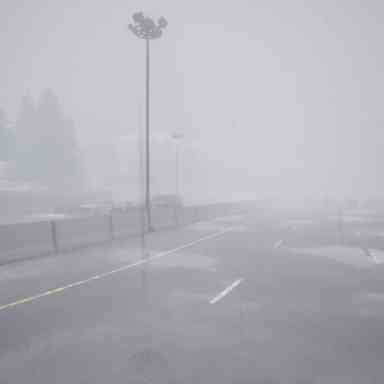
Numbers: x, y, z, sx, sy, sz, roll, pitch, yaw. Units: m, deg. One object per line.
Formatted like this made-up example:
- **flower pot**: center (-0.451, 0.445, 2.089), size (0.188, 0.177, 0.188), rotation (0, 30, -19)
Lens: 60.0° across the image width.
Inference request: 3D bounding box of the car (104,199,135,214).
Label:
- **car**: center (-6.017, 1.600, 32.076), size (1.895, 1.301, 4.718), rotation (0, 0, 23)

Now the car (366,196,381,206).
- **car**: center (30.397, 1.505, 55.745), size (1.837, 1.490, 4.892), rotation (0, 0, 22)

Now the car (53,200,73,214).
- **car**: center (-12.441, 1.566, 34.855), size (1.994, 1.385, 4.181), rotation (0, 0, 23)

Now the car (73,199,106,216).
- **car**: center (-9.214, 1.480, 33.504), size (1.882, 1.535, 5.008), rotation (0, 0, 23)

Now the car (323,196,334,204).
- **car**: center (26.631, 1.478, 64.931), size (1.882, 1.535, 5.008), rotation (0, 0, 23)

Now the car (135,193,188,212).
- **car**: center (-2.687, 1.207, 30.965), size (2.150, 2.045, 5.566), rotation (0, 0, 22)

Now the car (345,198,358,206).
- **car**: center (26.136, 1.601, 54.626), size (1.895, 1.301, 4.718), rotation (0, 0, 22)

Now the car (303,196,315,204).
- **car**: center (22.665, 1.505, 64.501), size (1.837, 1.490, 4.892), rotation (0, 0, 23)
